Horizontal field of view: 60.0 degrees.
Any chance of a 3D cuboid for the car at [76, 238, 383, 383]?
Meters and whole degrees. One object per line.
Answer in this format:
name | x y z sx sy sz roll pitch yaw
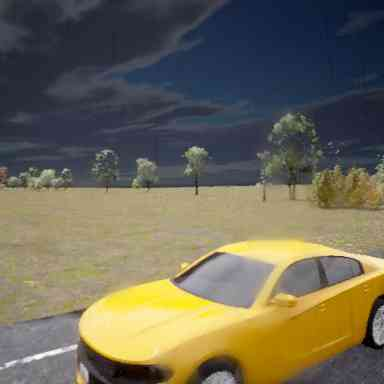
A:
car | 0.997 1.475 4.667 5.008 1.535 1.882 0 0 -35
